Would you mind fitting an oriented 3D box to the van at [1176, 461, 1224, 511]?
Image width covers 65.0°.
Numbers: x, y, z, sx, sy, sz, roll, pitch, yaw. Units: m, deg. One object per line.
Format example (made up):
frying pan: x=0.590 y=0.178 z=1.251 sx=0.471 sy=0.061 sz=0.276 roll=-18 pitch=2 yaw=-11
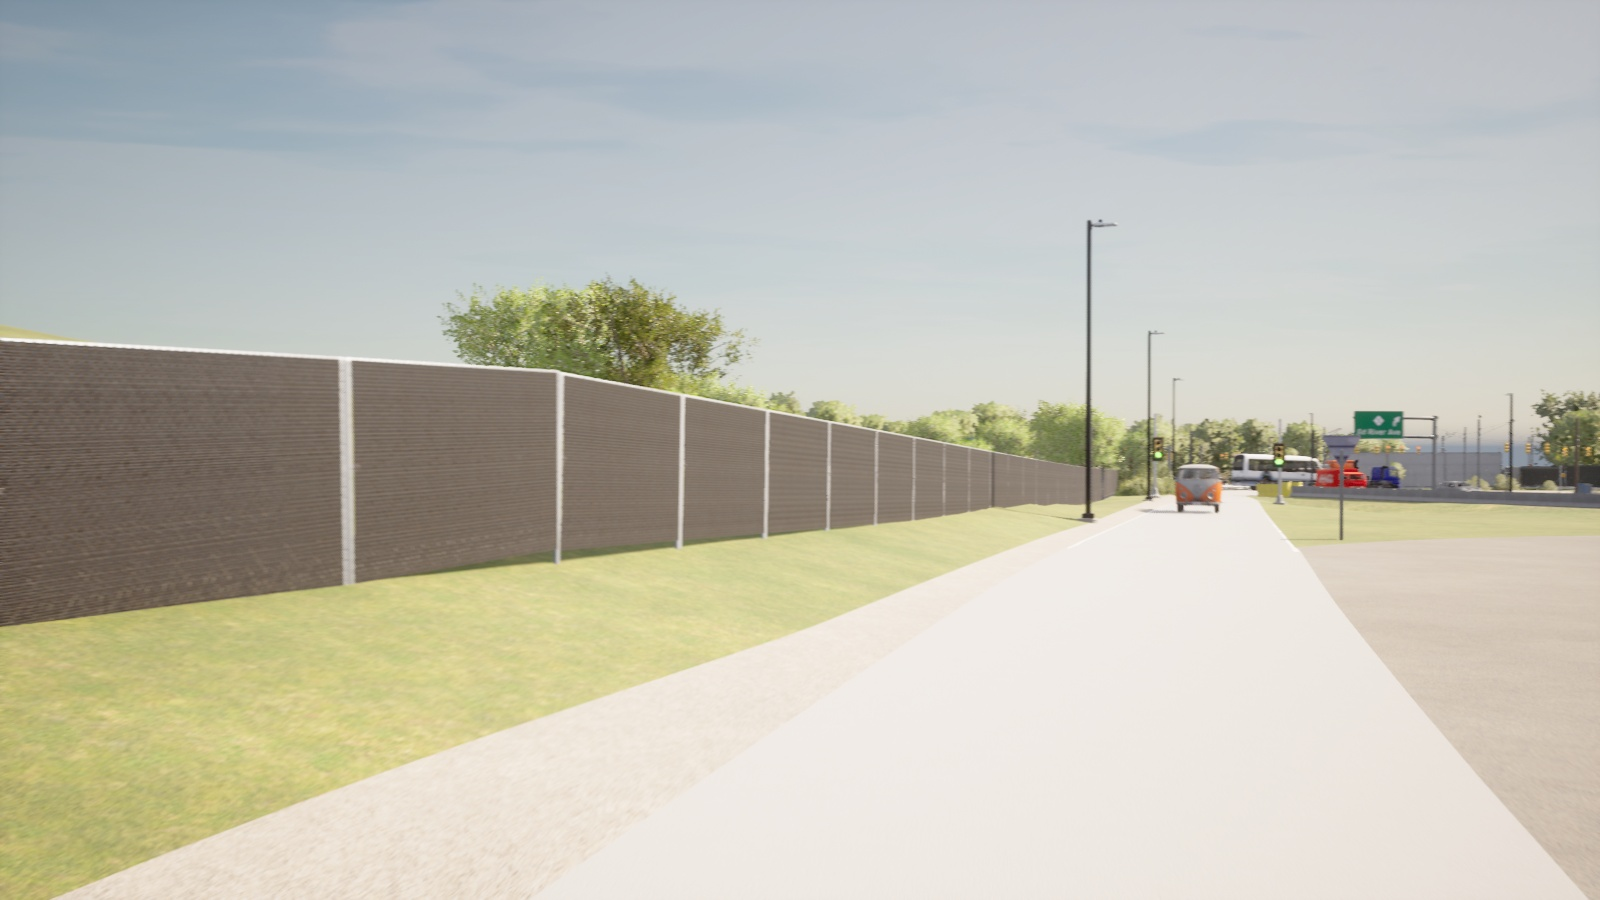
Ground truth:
van: x=16.647 y=1.471 z=52.165 sx=1.775 sy=1.987 sz=4.442 roll=0 pitch=-1 yaw=20
